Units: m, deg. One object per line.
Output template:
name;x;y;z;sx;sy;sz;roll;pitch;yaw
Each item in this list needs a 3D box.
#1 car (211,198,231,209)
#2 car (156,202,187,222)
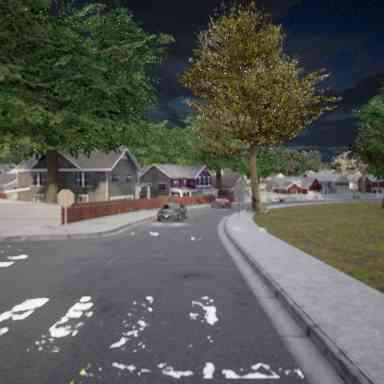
car;4.252;1.675;48.171;1.812;1.442;4.674;1;0;24
car;-1.576;1.619;27.628;1.837;1.490;4.892;0;0;9
